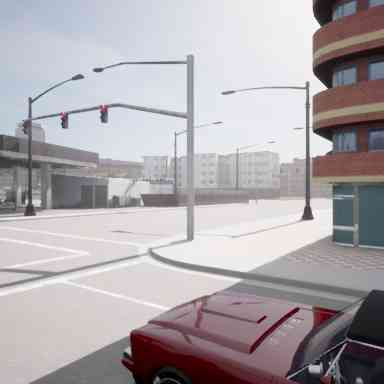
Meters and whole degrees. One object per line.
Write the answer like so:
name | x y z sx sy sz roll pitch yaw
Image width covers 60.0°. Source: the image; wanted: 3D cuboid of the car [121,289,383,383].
car | 1.605 1.601 2.828 4.718 1.301 1.895 0 0 36

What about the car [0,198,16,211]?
car | -22.264 1.456 38.776 3.806 1.475 1.970 0 0 36
